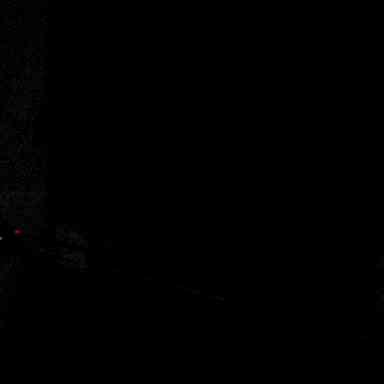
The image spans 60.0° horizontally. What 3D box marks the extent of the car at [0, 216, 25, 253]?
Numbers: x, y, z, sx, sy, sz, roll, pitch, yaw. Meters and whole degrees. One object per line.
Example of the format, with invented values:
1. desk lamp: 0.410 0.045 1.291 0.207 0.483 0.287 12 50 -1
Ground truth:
1. car: -7.862 1.494 12.231 4.181 1.385 1.994 0 0 42
